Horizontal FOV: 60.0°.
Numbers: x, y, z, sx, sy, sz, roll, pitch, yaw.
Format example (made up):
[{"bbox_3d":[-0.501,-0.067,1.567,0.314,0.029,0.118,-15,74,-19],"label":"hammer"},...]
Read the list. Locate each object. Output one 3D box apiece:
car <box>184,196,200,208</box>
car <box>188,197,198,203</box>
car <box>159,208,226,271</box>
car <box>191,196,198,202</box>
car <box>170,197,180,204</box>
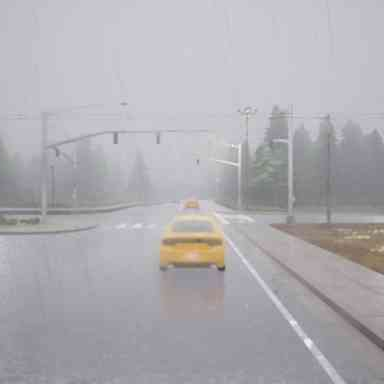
[{"bbox_3d":[0.016,1.611,44.740,1.882,1.535,5.008,0,0,0],"label":"car"},{"bbox_3d":[0.296,1.762,75.301,2.033,1.411,5.357,0,0,2],"label":"car"},{"bbox_3d":[0.049,1.508,11.078,1.882,1.535,5.008,0,0,1],"label":"car"},{"bbox_3d":[0.694,1.697,85.693,1.837,1.490,4.892,0,0,2],"label":"car"},{"bbox_3d":[-3.392,1.744,67.937,2.033,1.411,5.357,0,0,1],"label":"car"}]
